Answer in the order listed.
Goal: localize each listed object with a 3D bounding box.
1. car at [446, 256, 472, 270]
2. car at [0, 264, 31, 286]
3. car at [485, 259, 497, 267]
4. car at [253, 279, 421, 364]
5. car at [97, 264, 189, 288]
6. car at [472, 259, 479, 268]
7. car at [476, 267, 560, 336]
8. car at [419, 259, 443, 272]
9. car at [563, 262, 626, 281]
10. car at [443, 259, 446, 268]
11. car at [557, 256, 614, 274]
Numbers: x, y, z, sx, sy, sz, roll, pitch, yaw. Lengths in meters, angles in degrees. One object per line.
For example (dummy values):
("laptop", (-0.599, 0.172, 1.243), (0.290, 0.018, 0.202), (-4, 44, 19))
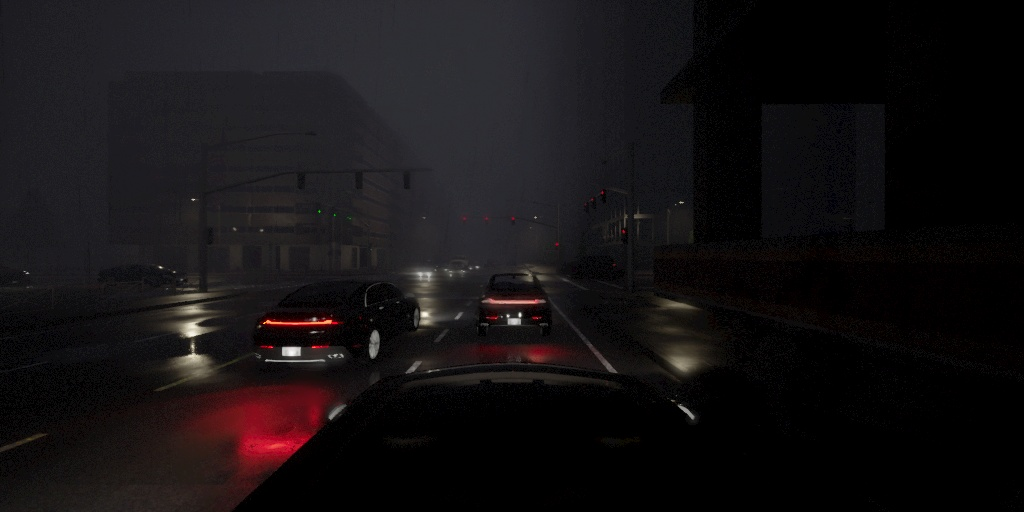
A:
("car", (-7.481, 0.971, 51.106), (2.150, 2.045, 5.566), (0, 0, 0))
("car", (-35.146, 1.158, 23.766), (4.553, 1.767, 2.097), (0, 0, 0))
("car", (-3.689, 1.297, 62.907), (2.033, 1.411, 5.357), (0, 0, 1))
("car", (-3.450, 1.255, 8.061), (1.837, 1.490, 4.892), (0, 0, 0))
("car", (-24.323, 1.297, 23.742), (4.902, 1.511, 2.128), (0, 0, 0))
("car", (-7.374, 1.297, 61.622), (2.033, 1.411, 5.357), (0, 0, 1))
("car", (0.060, 1.242, 10.381), (2.128, 1.511, 4.902), (0, 0, 0))
("car", (-10.968, 1.241, 47.500), (2.128, 1.511, 4.902), (0, 0, 0))
("car", (7.076, 1.406, 30.482), (4.718, 1.301, 1.895), (0, 0, -5))
("car", (-10.931, 1.228, 57.708), (1.882, 1.535, 5.008), (0, 0, 1))
("car", (7.183, 1.027, 34.381), (5.566, 2.045, 2.150), (0, 0, 0))
